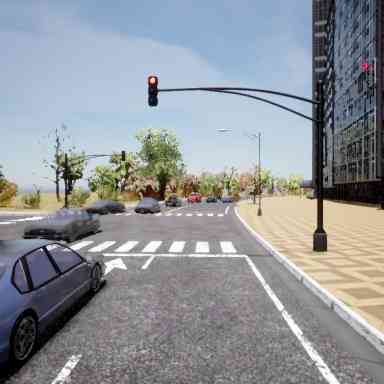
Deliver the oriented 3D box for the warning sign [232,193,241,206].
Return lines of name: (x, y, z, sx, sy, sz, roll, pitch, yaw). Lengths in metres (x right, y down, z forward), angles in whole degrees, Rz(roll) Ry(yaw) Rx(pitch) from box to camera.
warning sign: (6.476, 1.122, 48.236, 1.300, 1.860, 1.060, 0, 0, 8)

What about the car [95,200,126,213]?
car: (-8.766, 1.545, 34.182, 2.033, 1.411, 5.357, 0, 0, 19)

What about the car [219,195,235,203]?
car: (7.492, 1.561, 70.085, 2.033, 1.411, 5.357, 0, 0, 12)

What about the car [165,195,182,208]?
car: (-2.793, 1.505, 49.808, 1.837, 1.490, 4.892, 0, 0, 9)

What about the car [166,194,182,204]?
car: (-3.492, 1.358, 65.361, 2.097, 1.767, 4.553, 0, 0, 11)

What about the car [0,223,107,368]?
car: (-3.035, 1.547, 5.698, 2.033, 1.411, 5.357, 0, 0, 1)

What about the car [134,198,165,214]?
car: (-4.610, 1.546, 35.274, 2.033, 1.411, 5.357, 0, 0, 6)

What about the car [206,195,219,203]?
car: (4.214, 1.559, 70.807, 1.994, 1.385, 4.181, 0, 0, 12)

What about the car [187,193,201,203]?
car: (0.506, 1.233, 68.889, 2.150, 2.045, 5.566, 0, 0, 11)

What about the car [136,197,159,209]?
car: (-6.323, 1.547, 48.133, 2.033, 1.411, 5.357, 0, 0, 8)

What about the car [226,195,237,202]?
car: (9.646, 1.545, 80.386, 2.128, 1.511, 4.902, 0, 0, 14)

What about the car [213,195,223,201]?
car: (6.336, 1.392, 80.514, 1.812, 1.442, 4.674, 0, 0, 14)

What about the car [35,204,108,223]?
car: (-6.090, 1.546, 16.380, 2.033, 1.411, 5.357, 0, 0, 3)
